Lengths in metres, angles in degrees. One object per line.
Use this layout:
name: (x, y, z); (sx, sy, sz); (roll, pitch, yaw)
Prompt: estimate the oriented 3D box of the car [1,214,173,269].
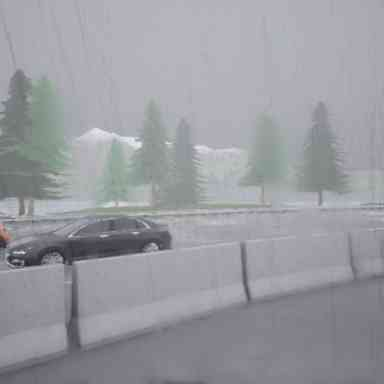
car: (-2.944, 1.466, 10.290); (4.892, 1.490, 1.837); (0, 0, -33)
